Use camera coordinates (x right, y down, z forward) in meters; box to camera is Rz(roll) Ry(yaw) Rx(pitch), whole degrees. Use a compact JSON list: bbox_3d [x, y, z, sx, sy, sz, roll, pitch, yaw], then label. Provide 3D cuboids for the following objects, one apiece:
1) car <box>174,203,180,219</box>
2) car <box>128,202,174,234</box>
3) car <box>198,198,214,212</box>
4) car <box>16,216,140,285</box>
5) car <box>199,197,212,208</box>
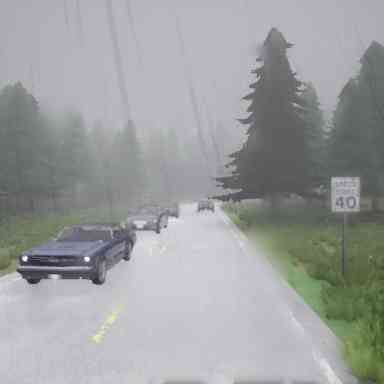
[{"bbox_3d":[-2.128,1.573,29.363,1.994,1.385,4.181,0,0,2],"label":"car"},{"bbox_3d":[-2.527,1.498,19.402,2.128,1.511,4.902,0,0,3],"label":"car"},{"bbox_3d":[1.631,1.614,39.045,1.895,1.301,4.718,0,0,3],"label":"car"},{"bbox_3d":[-3.010,1.603,9.708,1.895,1.301,4.718,0,0,2],"label":"car"},{"bbox_3d":[2.035,1.494,48.955,1.882,1.535,5.008,0,0,4],"label":"car"}]
